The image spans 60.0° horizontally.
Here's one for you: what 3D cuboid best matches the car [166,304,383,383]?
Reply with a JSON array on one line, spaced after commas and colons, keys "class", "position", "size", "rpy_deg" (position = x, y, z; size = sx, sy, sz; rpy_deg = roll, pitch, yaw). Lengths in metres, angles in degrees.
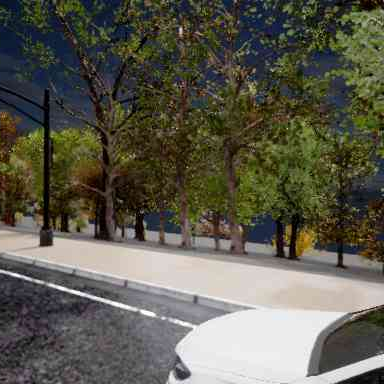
[{"class": "car", "position": [1.936, 1.526, 2.302], "size": [4.674, 1.442, 1.812], "rpy_deg": [0, 0, 36]}]
